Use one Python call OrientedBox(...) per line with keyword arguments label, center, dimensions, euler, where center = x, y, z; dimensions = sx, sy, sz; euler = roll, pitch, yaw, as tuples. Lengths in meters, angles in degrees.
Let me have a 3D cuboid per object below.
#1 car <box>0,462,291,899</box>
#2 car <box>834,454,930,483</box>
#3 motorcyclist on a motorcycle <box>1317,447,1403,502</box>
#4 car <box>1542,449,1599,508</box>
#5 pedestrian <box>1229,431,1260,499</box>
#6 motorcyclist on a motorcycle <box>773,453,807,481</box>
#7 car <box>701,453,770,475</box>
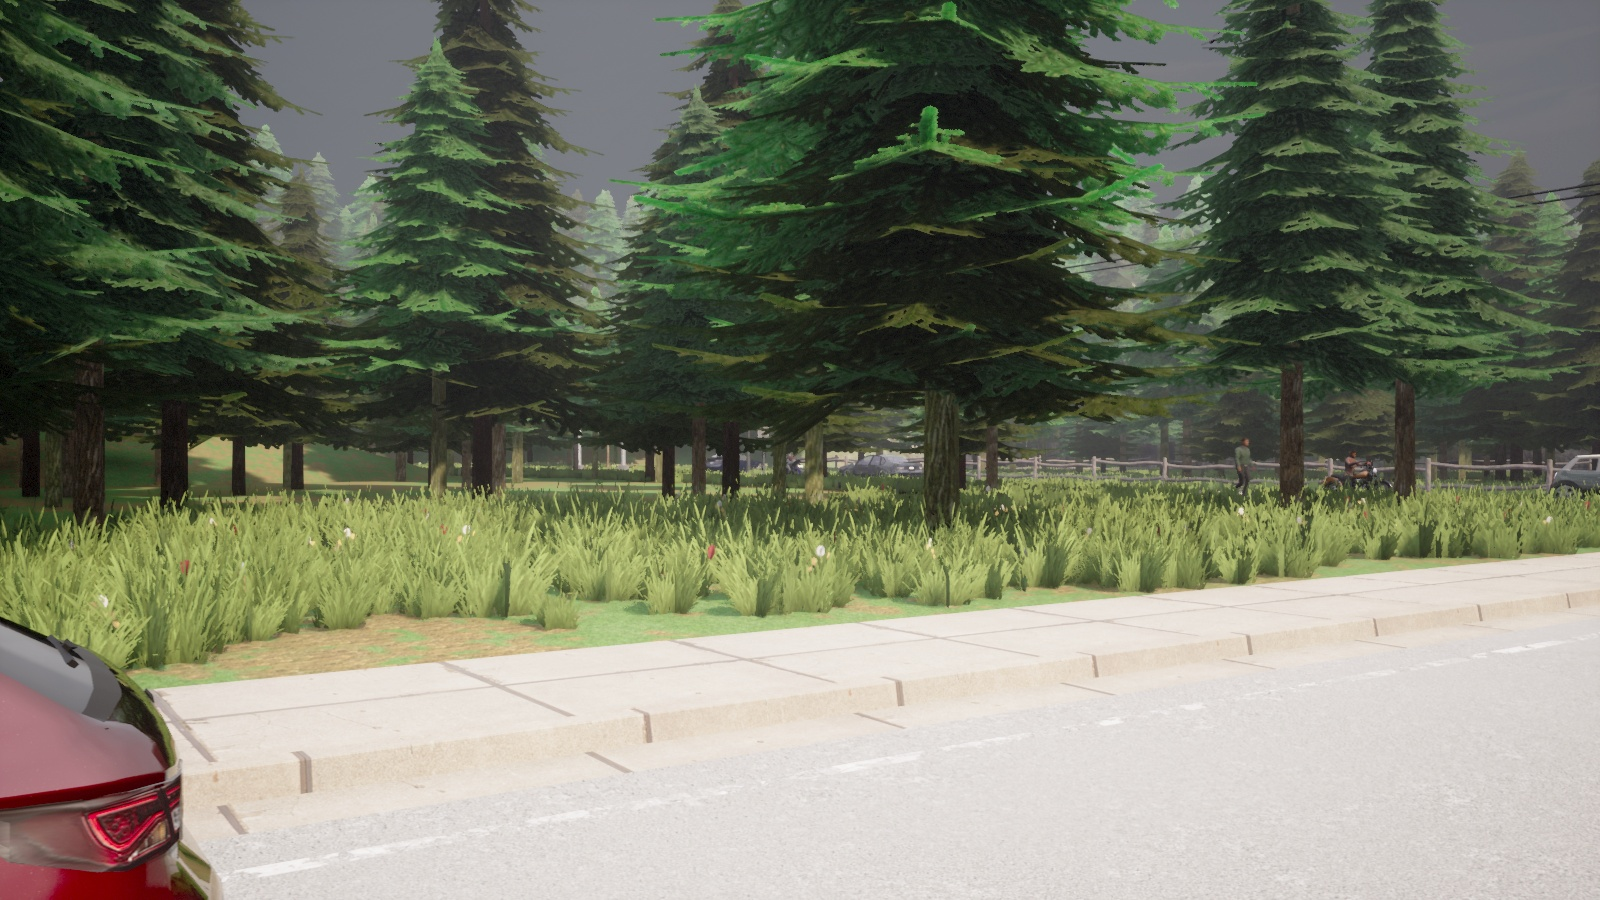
OrientedBox(label="car", center=(-3.047, 0.768, 1.538), dimensions=(4.193, 1.474, 1.816), euler=(0, 0, -35))
OrientedBox(label="car", center=(4.115, 0.923, 64.079), dimensions=(2.033, 1.411, 5.357), euler=(0, 0, -34))
OrientedBox(label="motorcyclist on a motorcycle", center=(17.046, 0.726, 38.299), dimensions=(0.766, 1.649, 2.350), euler=(0, 0, -33))
OrientedBox(label="car", center=(21.212, 0.716, 31.674), dimensions=(1.970, 1.475, 3.806), euler=(0, 0, -32))
OrientedBox(label="pedestrian", center=(12.859, 0.439, 36.364), dimensions=(0.423, 1.949, 0.788), euler=(0, 0, -24))
OrientedBox(label="motorcyclist on a motorcycle", center=(-0.572, 0.938, 71.073), dimensions=(0.866, 1.530, 2.191), euler=(0, 0, -35))
OrientedBox(label="car", center=(-4.480, 0.980, 87.998), dimensions=(2.163, 1.488, 4.792), euler=(0, 0, 41))
